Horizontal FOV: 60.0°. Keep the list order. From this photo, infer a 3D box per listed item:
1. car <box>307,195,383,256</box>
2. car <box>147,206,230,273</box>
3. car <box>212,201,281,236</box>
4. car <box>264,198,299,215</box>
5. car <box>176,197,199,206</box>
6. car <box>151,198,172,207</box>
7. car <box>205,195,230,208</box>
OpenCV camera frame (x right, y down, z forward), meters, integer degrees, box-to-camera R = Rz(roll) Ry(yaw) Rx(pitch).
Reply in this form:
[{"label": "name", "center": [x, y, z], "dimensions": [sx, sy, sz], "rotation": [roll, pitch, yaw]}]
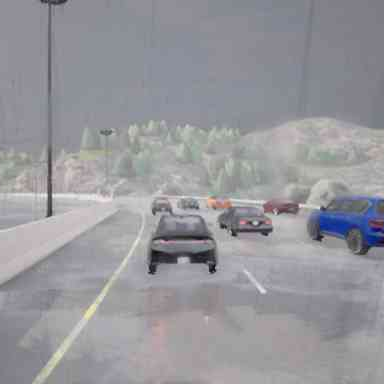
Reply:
[{"label": "car", "center": [6.511, 1.134, 12.936], "dimensions": [2.150, 2.045, 5.566], "rotation": [0, 1, -4]}, {"label": "car", "center": [-0.341, 1.430, 10.460], "dimensions": [2.128, 1.511, 4.902], "rotation": [0, 0, -3]}, {"label": "car", "center": [2.634, 1.440, 17.530], "dimensions": [2.033, 1.411, 5.357], "rotation": [0, 0, -6]}, {"label": "car", "center": [7.957, 1.284, 30.428], "dimensions": [1.882, 1.535, 5.008], "rotation": [0, 0, -9]}, {"label": "car", "center": [-0.507, 1.327, 37.865], "dimensions": [2.033, 1.411, 5.357], "rotation": [0, 0, -12]}, {"label": "car", "center": [-2.972, 1.343, 32.128], "dimensions": [1.812, 1.442, 4.674], "rotation": [0, 0, -10]}, {"label": "car", "center": [2.945, 1.123, 38.225], "dimensions": [2.097, 1.767, 4.553], "rotation": [0, 0, -11]}]
